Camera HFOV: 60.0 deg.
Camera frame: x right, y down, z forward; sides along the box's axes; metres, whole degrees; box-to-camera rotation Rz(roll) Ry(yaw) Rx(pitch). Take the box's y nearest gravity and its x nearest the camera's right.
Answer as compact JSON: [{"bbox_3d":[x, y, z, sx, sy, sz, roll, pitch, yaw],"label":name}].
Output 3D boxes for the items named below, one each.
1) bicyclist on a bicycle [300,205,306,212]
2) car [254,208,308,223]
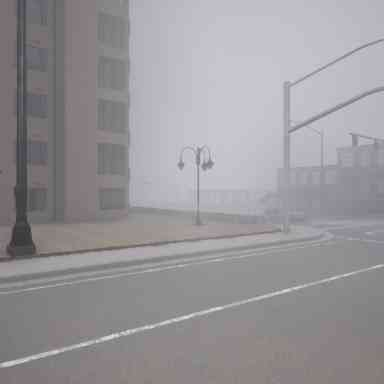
[{"bbox_3d":[13.549,2.464,40.681,1.656,1.620,0.582,0,-8,-35],"label":"bicyclist on a bicycle"},{"bbox_3d":[7.934,2.097,29.817,1.895,1.301,4.718,0,-4,-36],"label":"car"}]
